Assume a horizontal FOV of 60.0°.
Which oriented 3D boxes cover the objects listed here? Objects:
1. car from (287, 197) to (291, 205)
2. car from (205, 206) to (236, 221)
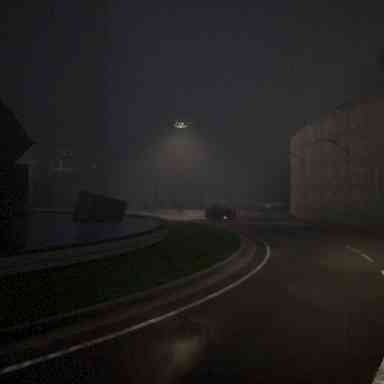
[{"bbox_3d":[25.115,2.186,82.762,2.150,2.045,5.566,0,-1,26],"label":"car"},{"bbox_3d":[2.568,1.946,31.320,1.895,1.301,4.718,0,-1,-9],"label":"car"}]
